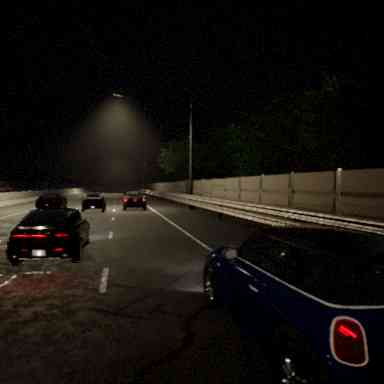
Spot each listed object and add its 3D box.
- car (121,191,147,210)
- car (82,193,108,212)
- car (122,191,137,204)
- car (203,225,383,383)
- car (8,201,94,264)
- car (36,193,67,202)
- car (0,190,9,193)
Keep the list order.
[{"bbox_3d":[-5.484,0.735,31.445,2.097,1.767,4.553,0,1,-12],"label":"car"},{"bbox_3d":[-8.498,0.895,28.995,1.837,1.490,4.892,0,1,-13],"label":"car"},{"bbox_3d":[-8.279,0.633,43.740,1.882,1.535,5.008,0,1,-12],"label":"car"},{"bbox_3d":[1.625,1.278,4.966,2.097,1.767,4.553,0,1,-13],"label":"car"},{"bbox_3d":[-4.432,1.256,10.845,1.837,1.490,4.892,0,1,-13],"label":"car"},{"bbox_3d":[-12.004,0.835,28.638,1.882,1.535,5.008,0,1,-13],"label":"car"},{"bbox_3d":[-27.104,0.421,47.259,1.812,1.442,4.674,0,1,-12],"label":"car"}]
